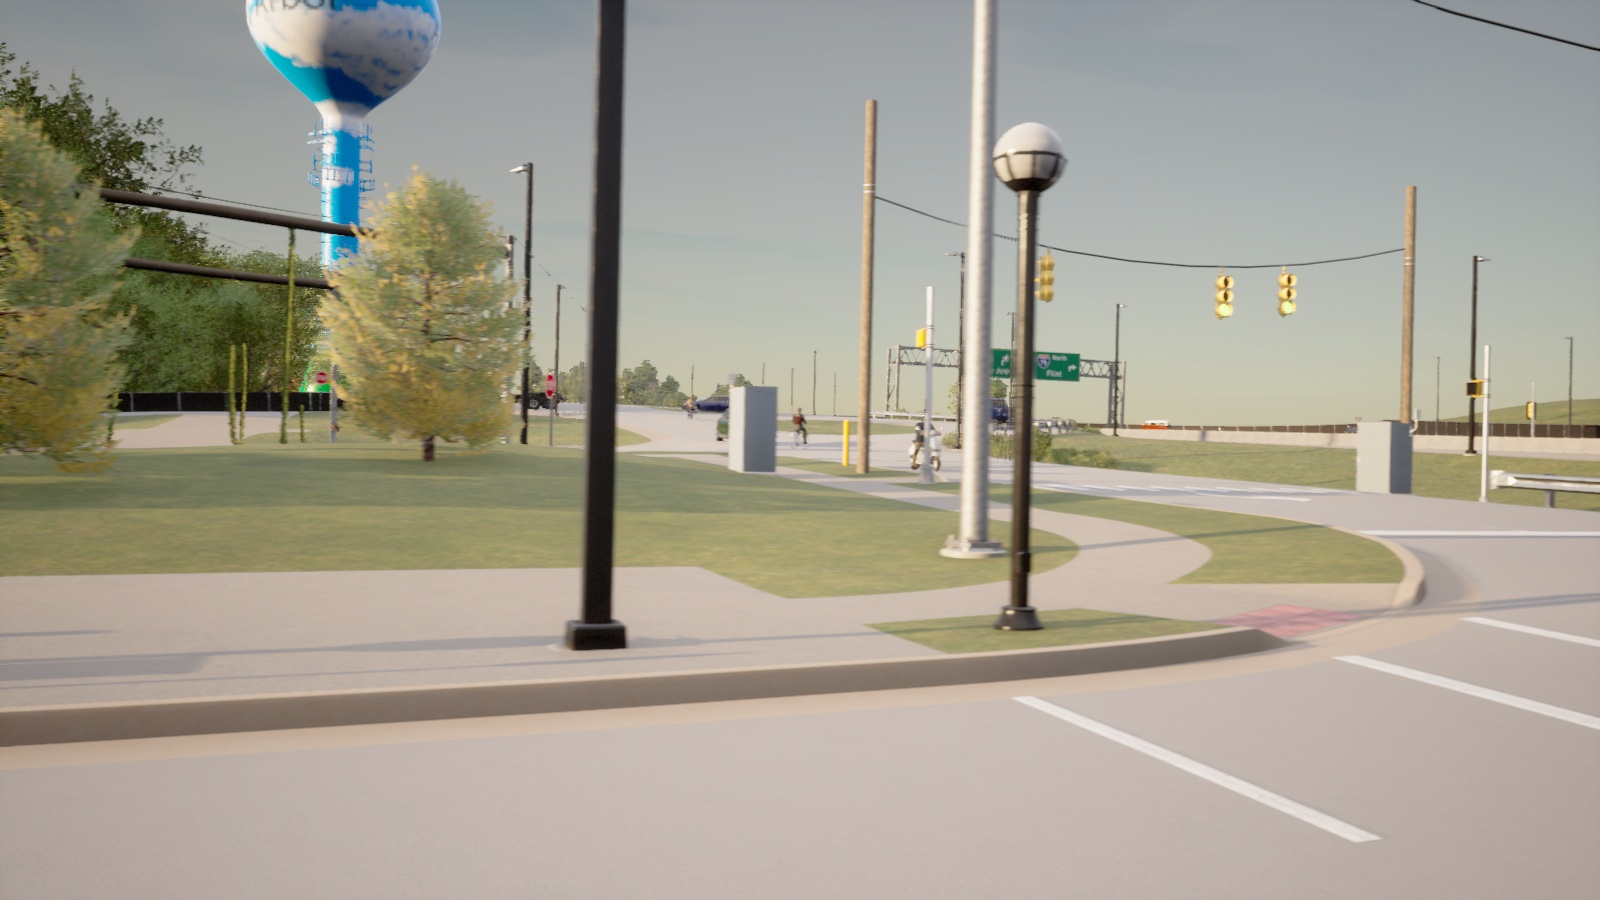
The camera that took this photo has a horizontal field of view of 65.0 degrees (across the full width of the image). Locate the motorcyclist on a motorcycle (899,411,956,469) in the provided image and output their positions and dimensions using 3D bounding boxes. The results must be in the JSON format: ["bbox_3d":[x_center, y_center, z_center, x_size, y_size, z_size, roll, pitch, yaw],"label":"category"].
[{"bbox_3d":[3.546,-0.296,35.076,0.866,1.590,1.817,0,2,-20],"label":"motorcyclist on a motorcycle"}]

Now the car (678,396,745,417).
[{"bbox_3d":[-6.838,-3.368,97.000,4.792,1.488,2.163,0,4,-14],"label":"car"}]

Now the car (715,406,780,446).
[{"bbox_3d":[-2.483,-1.136,58.159,2.097,1.767,4.553,0,2,-15],"label":"car"}]

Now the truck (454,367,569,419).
[{"bbox_3d":[-21.304,-4.201,92.534,7.936,3.462,2.891,-3,2,-17],"label":"truck"}]

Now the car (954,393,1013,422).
[{"bbox_3d":[13.851,-3.255,95.375,2.150,2.045,5.566,0,3,-18],"label":"car"}]
